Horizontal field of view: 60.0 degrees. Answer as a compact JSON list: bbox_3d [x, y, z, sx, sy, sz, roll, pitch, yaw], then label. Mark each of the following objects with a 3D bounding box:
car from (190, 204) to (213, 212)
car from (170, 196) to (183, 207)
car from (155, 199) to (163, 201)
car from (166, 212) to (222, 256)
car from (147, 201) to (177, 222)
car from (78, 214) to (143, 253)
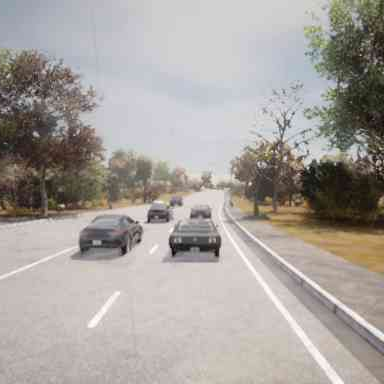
[{"bbox_3d":[0.799,1.800,28.890,1.812,1.442,4.674,0,0,4],"label":"car"},{"bbox_3d":[-3.085,1.836,66.535,2.150,2.045,5.566,0,-1,6],"label":"car"},{"bbox_3d":[-6.606,2.156,66.544,1.812,1.442,4.674,0,-1,6],"label":"car"},{"bbox_3d":[0.166,1.732,13.789,1.895,1.301,4.718,0,-1,2],"label":"car"},{"bbox_3d":[-2.700,1.783,29.014,1.837,1.490,4.892,0,0,3],"label":"car"},{"bbox_3d":[-3.321,1.660,14.160,1.812,1.442,4.674,0,0,2],"label":"car"}]
